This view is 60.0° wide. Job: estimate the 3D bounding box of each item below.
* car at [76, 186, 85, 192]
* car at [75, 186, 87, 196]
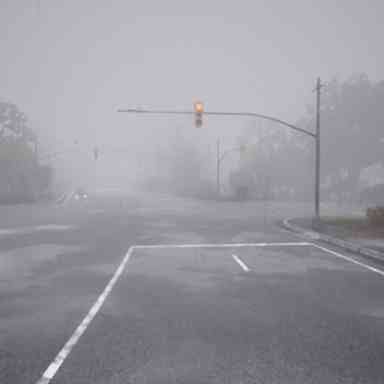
[{"bbox_3d":[-27.450,-0.717,81.725,2.033,1.411,5.357,-1,2,-19],"label":"car"},{"bbox_3d":[-19.617,-0.084,58.865,1.837,1.490,4.892,-1,4,-19],"label":"car"}]
